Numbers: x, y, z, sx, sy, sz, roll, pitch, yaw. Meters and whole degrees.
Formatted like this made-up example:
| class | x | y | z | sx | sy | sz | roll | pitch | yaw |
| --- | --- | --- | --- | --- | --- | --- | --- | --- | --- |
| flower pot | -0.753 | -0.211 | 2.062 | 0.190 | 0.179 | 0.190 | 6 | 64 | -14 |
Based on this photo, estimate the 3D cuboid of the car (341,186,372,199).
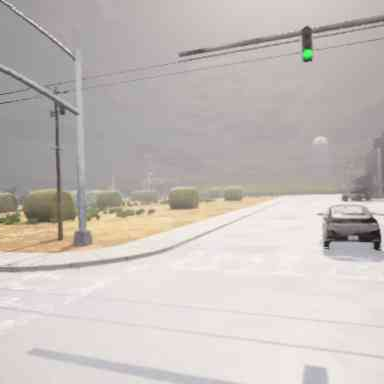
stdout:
| class | x | y | z | sx | sy | sz | roll | pitch | yaw |
| --- | --- | --- | --- | --- | --- | --- | --- | --- | --- |
| car | 22.396 | 0.275 | 45.395 | 1.905 | 1.878 | 3.866 | -8 | 1 | -22 |

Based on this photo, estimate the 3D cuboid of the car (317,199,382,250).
| class | x | y | z | sx | sy | sz | roll | pitch | yaw |
| --- | --- | --- | --- | --- | --- | --- | --- | --- | --- |
| car | 6.067 | 1.242 | 13.060 | 2.128 | 1.511 | 4.902 | -2 | 0 | 20 |
